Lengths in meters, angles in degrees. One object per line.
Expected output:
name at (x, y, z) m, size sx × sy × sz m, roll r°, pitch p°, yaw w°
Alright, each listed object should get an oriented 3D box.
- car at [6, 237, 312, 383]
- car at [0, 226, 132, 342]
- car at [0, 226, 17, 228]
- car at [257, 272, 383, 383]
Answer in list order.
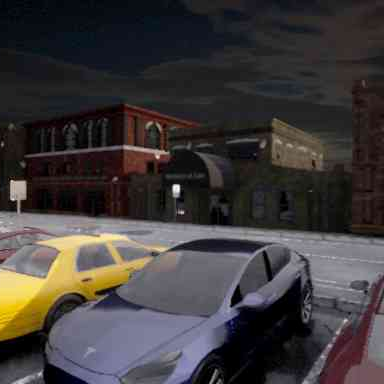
car at (0.295, 1.518, 4.900) m, size 2.163 × 1.488 × 4.792 m, roll 0°, pitch 0°, yaw 35°
car at (-1.847, 1.495, 6.690) m, size 1.946 × 1.575 × 5.366 m, roll 0°, pitch 0°, yaw 35°
car at (-4.115, 1.548, 8.060) m, size 2.002 × 1.452 × 4.674 m, roll 0°, pitch 1°, yaw 36°
car at (2.577, 1.519, 3.307) m, size 2.002 × 1.452 × 4.674 m, roll 0°, pitch 0°, yaw 35°
